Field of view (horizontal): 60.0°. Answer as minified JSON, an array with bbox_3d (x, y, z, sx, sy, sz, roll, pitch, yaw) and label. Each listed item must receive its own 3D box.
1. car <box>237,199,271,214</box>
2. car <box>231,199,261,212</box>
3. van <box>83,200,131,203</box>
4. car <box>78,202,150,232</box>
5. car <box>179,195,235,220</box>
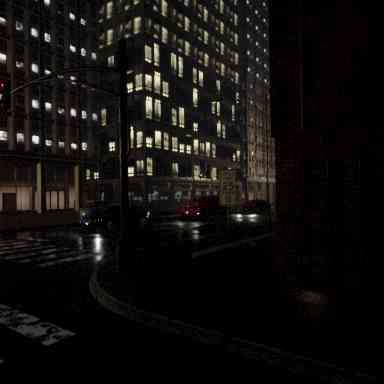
[{"bbox_3d":[7.209,1.584,37.512,1.882,1.535,5.008,-1,-1,36],"label":"car"},{"bbox_3d":[6.799,1.689,41.405,1.752,1.417,4.829,-2,-1,36],"label":"car"},{"bbox_3d":[-6.029,1.460,23.491,1.690,1.788,3.998,-2,-1,36],"label":"van"},{"bbox_3d":[-4.682,1.571,20.959,1.837,1.490,4.892,-1,-1,33],"label":"car"},{"bbox_3d":[1.205,1.307,29.149,2.150,2.045,5.566,-1,-1,36],"label":"car"}]
